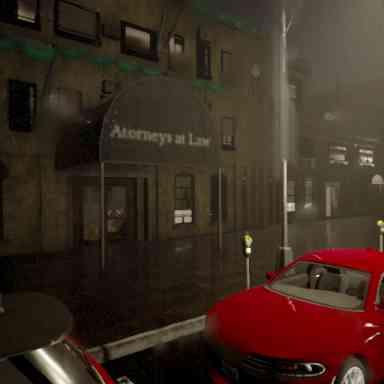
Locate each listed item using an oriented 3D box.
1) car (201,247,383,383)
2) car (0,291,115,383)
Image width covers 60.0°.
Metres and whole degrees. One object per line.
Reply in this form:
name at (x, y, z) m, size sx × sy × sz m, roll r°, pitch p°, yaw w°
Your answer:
car at (2.158, 1.544, 4.691) m, size 4.507 × 1.381 × 1.887 m, roll 0°, pitch -1°, yaw -38°
car at (-2.244, 1.440, 1.313) m, size 4.097 × 1.590 × 1.967 m, roll 0°, pitch -1°, yaw -38°
